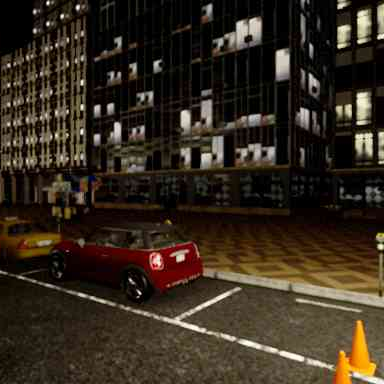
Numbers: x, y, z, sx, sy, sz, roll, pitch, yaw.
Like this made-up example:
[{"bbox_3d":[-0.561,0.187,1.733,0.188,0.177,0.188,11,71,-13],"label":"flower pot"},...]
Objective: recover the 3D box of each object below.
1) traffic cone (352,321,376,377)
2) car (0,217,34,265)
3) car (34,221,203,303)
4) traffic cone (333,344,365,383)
[{"bbox_3d":[2.147,1.959,4.276,0.340,0.580,0.340,0,0,36],"label":"traffic cone"},{"bbox_3d":[-6.447,1.548,11.645,4.829,1.417,1.752,0,0,36],"label":"car"},{"bbox_3d":[-1.823,1.453,8.316,4.097,1.590,1.967,0,0,36],"label":"car"},{"bbox_3d":[1.563,1.958,3.465,0.340,0.580,0.340,0,0,36],"label":"traffic cone"}]
